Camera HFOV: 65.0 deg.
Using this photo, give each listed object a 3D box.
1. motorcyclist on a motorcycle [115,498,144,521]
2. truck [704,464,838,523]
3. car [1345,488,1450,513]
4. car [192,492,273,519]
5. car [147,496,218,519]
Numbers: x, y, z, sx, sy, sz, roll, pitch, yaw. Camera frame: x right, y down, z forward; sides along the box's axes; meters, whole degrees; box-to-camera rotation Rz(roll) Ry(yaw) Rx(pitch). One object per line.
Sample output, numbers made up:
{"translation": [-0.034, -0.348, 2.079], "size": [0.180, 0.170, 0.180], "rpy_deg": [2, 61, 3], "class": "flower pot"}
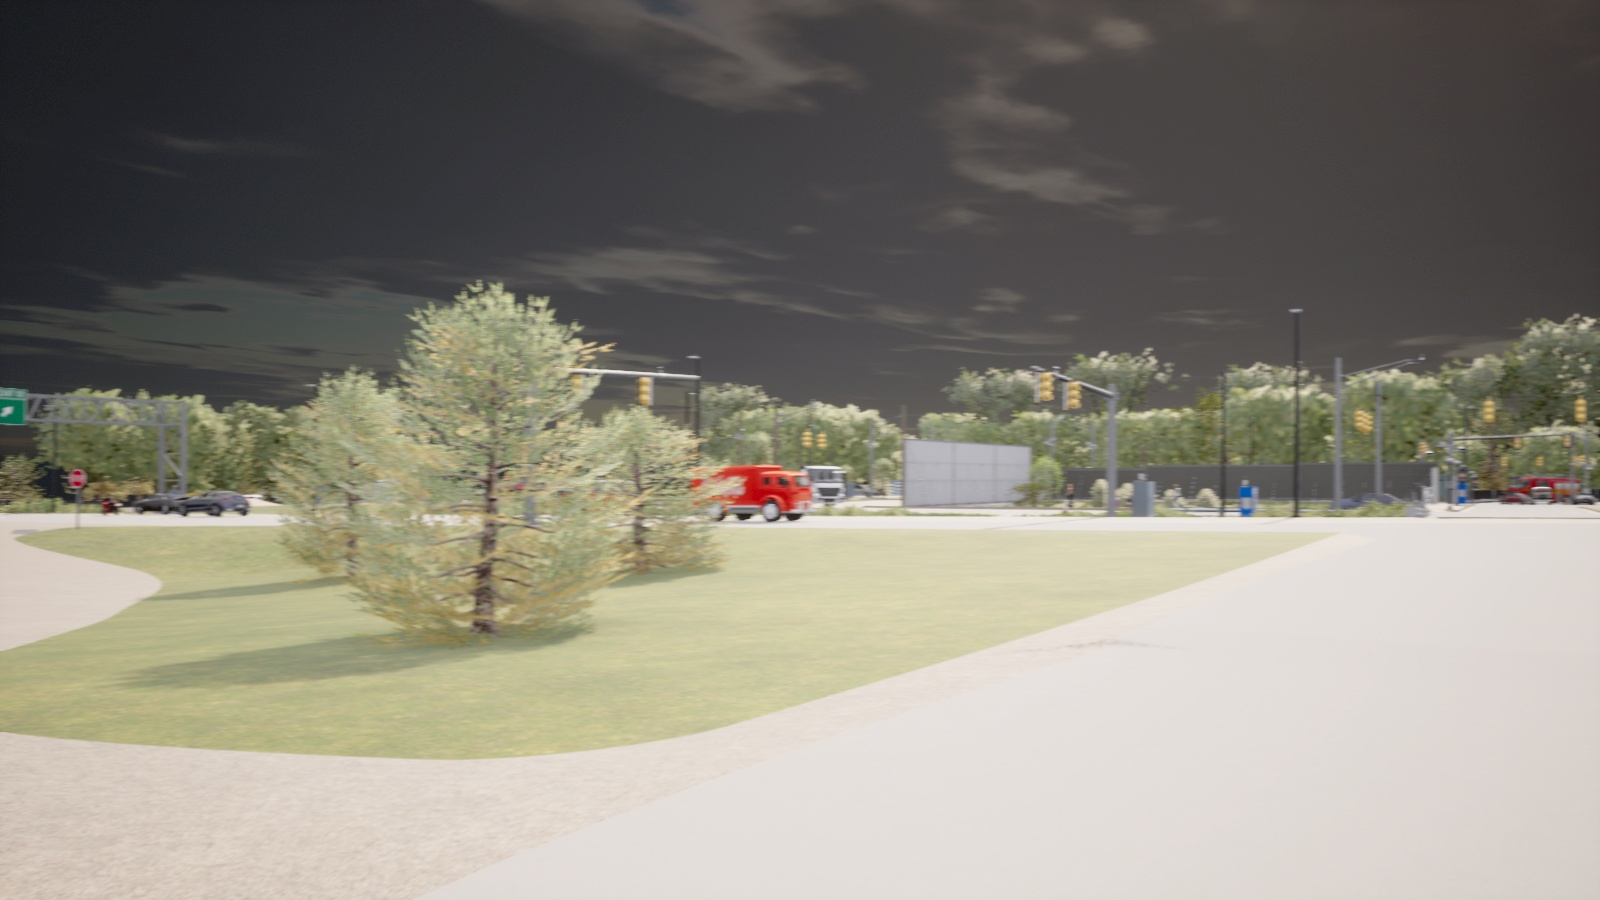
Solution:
{"translation": [-45.377, 4.035, 84.966], "size": [2.044, 1.523, 0.797], "rpy_deg": [-2, -2, 30], "class": "motorcyclist on a motorcycle"}
{"translation": [-1.268, 1.913, 54.983], "size": [5.204, 2.467, 2.627], "rpy_deg": [-2, -2, 30], "class": "truck"}
{"translation": [35.045, 2.944, 73.648], "size": [5.357, 1.411, 2.033], "rpy_deg": [-2, -2, 31], "class": "car"}
{"translation": [-35.873, 3.499, 79.383], "size": [5.027, 1.651, 2.152], "rpy_deg": [-2, -2, 30], "class": "car"}
{"translation": [-43.168, 4.046, 87.728], "size": [4.902, 1.511, 2.128], "rpy_deg": [-2, -2, 30], "class": "car"}
